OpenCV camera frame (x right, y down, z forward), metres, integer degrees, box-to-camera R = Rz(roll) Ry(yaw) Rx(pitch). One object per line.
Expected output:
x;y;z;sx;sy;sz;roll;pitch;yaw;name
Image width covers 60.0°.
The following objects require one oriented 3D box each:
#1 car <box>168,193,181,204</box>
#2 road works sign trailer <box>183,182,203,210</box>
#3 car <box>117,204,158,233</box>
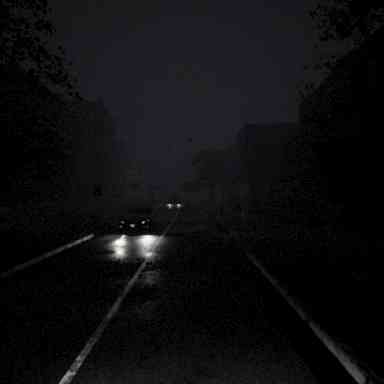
-3.144;1.191;61.195;2.150;2.045;5.566;0;0;0;car
0.002;0.482;42.470;2.380;3.560;2.880;0;0;0;road works sign trailer
-3.102;1.513;19.754;1.837;1.490;4.892;0;0;0;car
